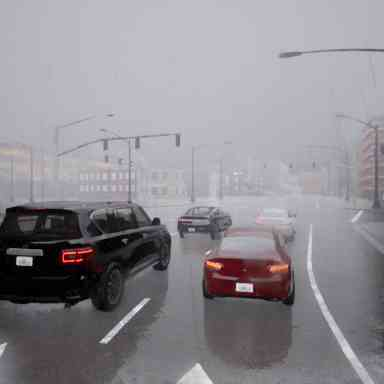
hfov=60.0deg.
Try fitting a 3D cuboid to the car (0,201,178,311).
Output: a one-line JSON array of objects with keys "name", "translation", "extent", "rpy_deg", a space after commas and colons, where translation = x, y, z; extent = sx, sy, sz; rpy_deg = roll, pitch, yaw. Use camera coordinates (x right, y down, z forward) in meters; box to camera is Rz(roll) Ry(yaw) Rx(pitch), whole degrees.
[{"name": "car", "translation": [-2.161, 1.221, 8.039], "extent": [2.150, 2.045, 5.566], "rpy_deg": [0, 0, 12]}]

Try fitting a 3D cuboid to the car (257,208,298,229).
[{"name": "car", "translation": [4.191, 1.525, 16.557], "extent": [1.812, 1.442, 4.674], "rpy_deg": [0, 0, 20]}]

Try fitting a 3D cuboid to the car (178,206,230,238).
[{"name": "car", "translation": [0.784, 1.491, 17.289], "extent": [2.128, 1.511, 4.902], "rpy_deg": [0, 0, 19]}]

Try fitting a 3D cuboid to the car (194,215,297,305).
[{"name": "car", "translation": [1.452, 1.526, 8.124], "extent": [1.812, 1.442, 4.674], "rpy_deg": [0, 0, 13]}]
